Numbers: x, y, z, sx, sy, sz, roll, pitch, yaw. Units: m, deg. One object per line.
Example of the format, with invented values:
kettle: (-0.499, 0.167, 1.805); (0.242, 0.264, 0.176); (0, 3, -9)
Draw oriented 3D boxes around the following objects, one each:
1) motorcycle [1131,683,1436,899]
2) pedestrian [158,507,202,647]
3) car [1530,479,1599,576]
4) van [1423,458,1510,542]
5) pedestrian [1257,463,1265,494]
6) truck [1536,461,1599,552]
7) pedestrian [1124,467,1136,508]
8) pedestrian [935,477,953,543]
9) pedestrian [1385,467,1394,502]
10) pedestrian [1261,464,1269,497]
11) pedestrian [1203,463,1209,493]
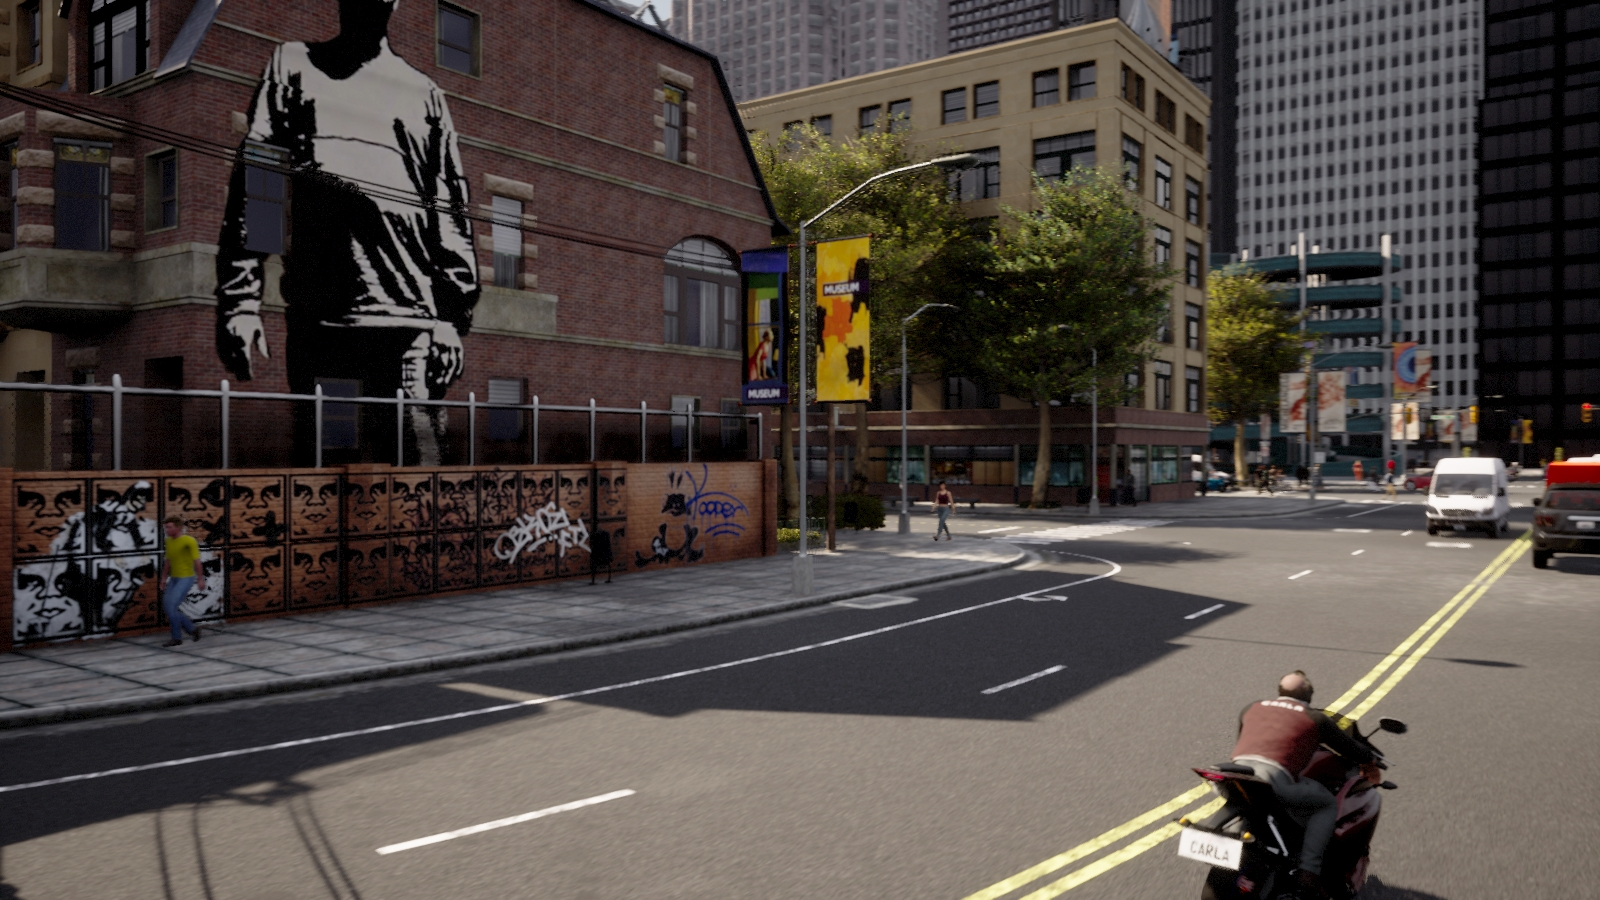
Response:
motorcycle: (2.892, 2.210, 6.687); (2.209, 1.251, 0.867); (0, -1, -45)
pedestrian: (-8.457, 1.717, 15.587); (0.375, 1.860, 0.375); (0, 0, 29)
car: (19.308, 1.793, 27.923); (2.150, 2.045, 5.566); (0, 0, 36)
van: (22.429, 1.556, 38.321); (1.988, 2.561, 5.915); (0, 0, 36)
pedestrian: (28.279, 1.744, 70.123); (0.375, 1.860, 0.375); (0, 0, 2)
truck: (23.460, 1.585, 33.752); (2.627, 2.467, 5.204); (0, 0, 36)
pedestrian: (15.280, 1.737, 52.926); (0.375, 1.860, 0.375); (0, 0, -20)
pedestrian: (4.171, 1.726, 33.052); (0.375, 1.860, 0.375); (0, 0, 35)
pedestrian: (32.194, 1.887, 62.395); (0.375, 1.860, 0.375); (0, 0, 40)
pedestrian: (26.731, 1.741, 65.707); (0.375, 1.860, 0.375); (0, 0, 33)
pedestrian: (25.653, 1.750, 72.186); (0.375, 1.860, 0.375); (0, 0, 15)
